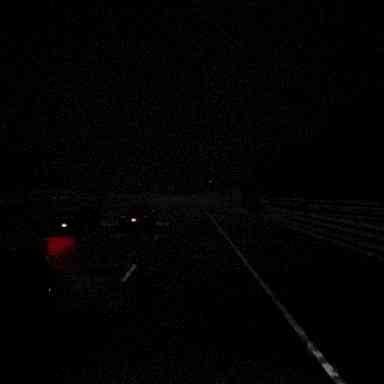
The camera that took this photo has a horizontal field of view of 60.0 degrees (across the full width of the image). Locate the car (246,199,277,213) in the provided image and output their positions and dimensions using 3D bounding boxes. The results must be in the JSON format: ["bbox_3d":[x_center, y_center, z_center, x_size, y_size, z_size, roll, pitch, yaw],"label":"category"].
[{"bbox_3d":[7.854,1.530,37.619,1.812,1.442,4.674,-2,0,-16],"label":"car"}]

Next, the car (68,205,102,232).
[{"bbox_3d":[-6.906,1.548,20.381,1.837,1.490,4.892,0,0,0],"label":"car"}]

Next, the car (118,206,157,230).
[{"bbox_3d":[-3.407,1.610,21.447,1.994,1.385,4.181,0,0,0],"label":"car"}]

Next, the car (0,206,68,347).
[{"bbox_3d":[-3.401,1.228,3.346,2.150,2.045,5.566,0,0,0],"label":"car"}]
